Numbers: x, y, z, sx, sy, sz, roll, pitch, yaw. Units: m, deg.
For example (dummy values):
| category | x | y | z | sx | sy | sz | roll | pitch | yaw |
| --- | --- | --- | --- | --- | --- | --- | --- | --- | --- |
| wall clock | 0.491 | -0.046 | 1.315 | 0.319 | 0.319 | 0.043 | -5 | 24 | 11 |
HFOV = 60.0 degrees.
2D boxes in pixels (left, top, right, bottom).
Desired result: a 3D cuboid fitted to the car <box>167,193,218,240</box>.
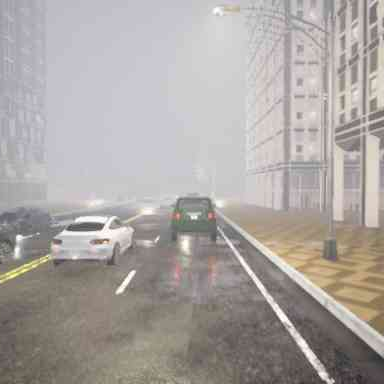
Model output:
| category | x | y | z | sx | sy | sz | roll | pitch | yaw |
| --- | --- | --- | --- | --- | --- | --- | --- | --- | --- |
| car | 0.094 | 1.185 | 16.986 | 2.150 | 2.045 | 5.566 | 0 | 0 | 0 |

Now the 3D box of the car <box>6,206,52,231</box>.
| category | x | y | z | sx | sy | sz | roll | pitch | yaw |
| --- | --- | --- | --- | --- | --- | --- | --- | --- | --- |
| car | -9.837 | 1.523 | 19.509 | 1.994 | 1.385 | 4.181 | 0 | 0 | 0 |

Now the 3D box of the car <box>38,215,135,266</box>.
| category | x | y | z | sx | sy | sz | roll | pitch | yaw |
| --- | --- | --- | --- | --- | --- | --- | --- | --- | --- |
| car | -3.154 | 1.503 | 11.266 | 1.812 | 1.442 | 4.674 | 0 | 0 | 0 |

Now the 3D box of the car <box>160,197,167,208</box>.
| category | x | y | z | sx | sy | sz | roll | pitch | yaw |
| --- | --- | --- | --- | --- | --- | --- | --- | --- | --- |
| car | -3.162 | 1.422 | 44.602 | 1.812 | 1.442 | 4.674 | 0 | 0 | 0 |

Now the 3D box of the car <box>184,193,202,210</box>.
| category | x | y | z | sx | sy | sz | roll | pitch | yaw |
| --- | --- | --- | --- | --- | --- | --- | --- | --- | --- |
| car | 0.089 | 1.121 | 43.049 | 2.150 | 2.045 | 5.566 | 0 | 0 | 0 |

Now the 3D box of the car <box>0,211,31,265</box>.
| category | x | y | z | sx | sy | sz | roll | pitch | yaw |
| --- | --- | --- | --- | --- | --- | --- | --- | --- | --- |
| car | -6.601 | 1.474 | 8.774 | 2.128 | 1.511 | 4.902 | 0 | 0 | 0 |
